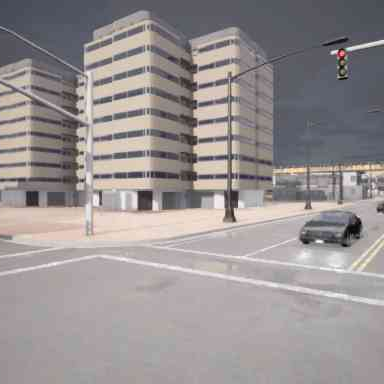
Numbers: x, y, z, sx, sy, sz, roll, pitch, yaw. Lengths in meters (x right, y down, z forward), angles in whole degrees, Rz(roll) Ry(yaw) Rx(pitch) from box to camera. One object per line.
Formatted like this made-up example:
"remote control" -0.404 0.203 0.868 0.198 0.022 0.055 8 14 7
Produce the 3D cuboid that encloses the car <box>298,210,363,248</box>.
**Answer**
"car" 6.527 1.549 15.206 2.033 1.411 5.357 0 0 35

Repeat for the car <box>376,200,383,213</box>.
"car" 21.440 1.558 36.270 1.994 1.385 4.181 0 0 35
